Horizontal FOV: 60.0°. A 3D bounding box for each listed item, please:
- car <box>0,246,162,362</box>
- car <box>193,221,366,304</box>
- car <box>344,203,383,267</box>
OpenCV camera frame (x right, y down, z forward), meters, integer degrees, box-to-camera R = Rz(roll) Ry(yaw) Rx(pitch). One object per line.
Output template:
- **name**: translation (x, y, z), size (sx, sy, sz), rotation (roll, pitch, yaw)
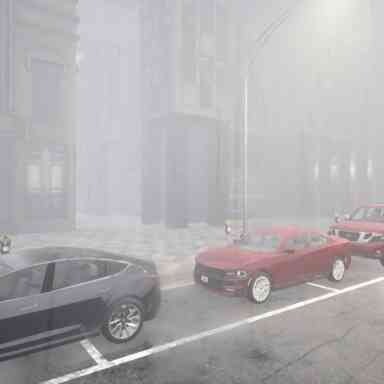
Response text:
- **car**: translation (-2.498, 1.566, 4.864), size (4.313, 1.339, 1.947), rotation (0, 0, -36)
- **car**: translation (2.086, 1.545, 8.142), size (4.507, 1.381, 1.887), rotation (0, 0, -36)
- **car**: translation (6.671, 1.316, 11.420), size (5.009, 1.841, 2.192), rotation (0, 0, -36)
